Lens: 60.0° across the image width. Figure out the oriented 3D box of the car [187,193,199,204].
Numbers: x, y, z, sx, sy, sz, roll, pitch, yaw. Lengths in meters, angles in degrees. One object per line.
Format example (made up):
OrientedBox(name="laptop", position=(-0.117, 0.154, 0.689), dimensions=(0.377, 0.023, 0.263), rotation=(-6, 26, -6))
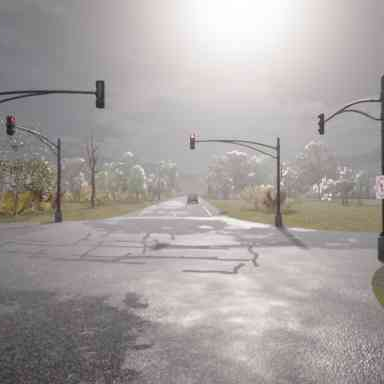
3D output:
OrientedBox(name="car", position=(0.158, 1.291, 67.595), dimensions=(2.150, 2.045, 5.566), rotation=(0, 0, 0))
